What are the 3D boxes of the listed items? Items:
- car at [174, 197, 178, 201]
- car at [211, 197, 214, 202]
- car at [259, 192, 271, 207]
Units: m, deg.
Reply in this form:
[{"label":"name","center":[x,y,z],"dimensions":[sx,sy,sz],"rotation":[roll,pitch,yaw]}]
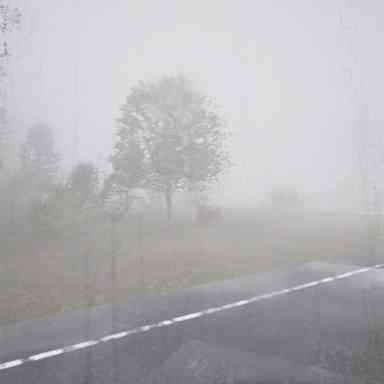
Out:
[{"label":"car","center":[-4.246,1.245,66.791],"dimensions":[1.812,1.442,4.674],"rotation":[0,1,-37]},{"label":"car","center":[2.625,1.276,69.236],"dimensions":[1.994,1.385,4.181],"rotation":[0,0,-37]},{"label":"car","center":[11.718,1.073,45.673],"dimensions":[2.150,2.045,5.566],"rotation":[0,0,-37]}]
